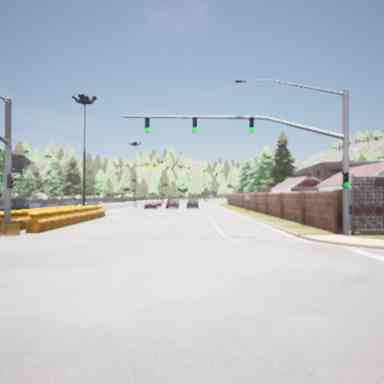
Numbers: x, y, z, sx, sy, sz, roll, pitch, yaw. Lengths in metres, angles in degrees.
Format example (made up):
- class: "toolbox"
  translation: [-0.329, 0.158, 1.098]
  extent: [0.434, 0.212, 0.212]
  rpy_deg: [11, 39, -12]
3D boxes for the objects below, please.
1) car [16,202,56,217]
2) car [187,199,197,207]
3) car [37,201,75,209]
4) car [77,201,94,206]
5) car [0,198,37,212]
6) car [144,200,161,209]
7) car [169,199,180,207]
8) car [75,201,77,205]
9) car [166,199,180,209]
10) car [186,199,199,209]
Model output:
- class: "car"
  translation: [-17.593, 1.944, 37.762]
  extent: [2.033, 1.411, 5.357]
  rpy_deg: [0, -1, 0]
- class: "car"
  translation: [0.007, 2.211, 67.701]
  extent: [1.837, 1.490, 4.892]
  rpy_deg: [0, -1, 1]
- class: "car"
  translation: [-14.096, 1.885, 34.254]
  extent: [1.812, 1.442, 4.674]
  rpy_deg: [0, -1, 0]
- class: "car"
  translation: [-14.071, 2.041, 47.128]
  extent: [2.033, 1.411, 5.357]
  rpy_deg: [0, -1, 0]
- class: "car"
  translation: [-14.088, 1.482, 24.740]
  extent: [2.150, 2.045, 5.566]
  rpy_deg: [0, -1, 0]
- class: "car"
  translation: [-6.895, 2.186, 55.843]
  extent: [1.895, 1.301, 4.718]
  rpy_deg: [0, -1, 0]
- class: "car"
  translation: [-3.493, 2.188, 67.802]
  extent: [1.882, 1.535, 5.008]
  rpy_deg: [0, -1, 1]
- class: "car"
  translation: [-17.551, 2.000, 48.524]
  extent: [2.128, 1.511, 4.902]
  rpy_deg: [0, -1, 1]
- class: "car"
  translation: [-3.406, 1.958, 57.857]
  extent: [2.097, 1.767, 4.553]
  rpy_deg: [0, -1, 0]
- class: "car"
  translation: [0.106, 1.955, 57.583]
  extent: [2.097, 1.767, 4.553]
  rpy_deg: [0, -1, 0]
